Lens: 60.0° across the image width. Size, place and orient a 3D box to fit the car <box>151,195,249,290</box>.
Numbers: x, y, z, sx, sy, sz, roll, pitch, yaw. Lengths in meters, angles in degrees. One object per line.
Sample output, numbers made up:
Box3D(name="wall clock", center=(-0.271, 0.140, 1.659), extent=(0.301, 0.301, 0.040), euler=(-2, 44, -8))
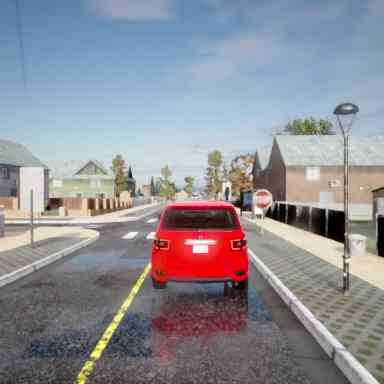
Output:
Box3D(name="car", center=(0.179, 1.224, 9.236), extent=(2.150, 2.045, 5.566), euler=(0, 0, 0))

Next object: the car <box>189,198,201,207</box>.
Box3D(name="car", center=(0.508, 1.699, 54.183), extent=(1.812, 1.442, 4.674), euler=(0, 0, 0))
